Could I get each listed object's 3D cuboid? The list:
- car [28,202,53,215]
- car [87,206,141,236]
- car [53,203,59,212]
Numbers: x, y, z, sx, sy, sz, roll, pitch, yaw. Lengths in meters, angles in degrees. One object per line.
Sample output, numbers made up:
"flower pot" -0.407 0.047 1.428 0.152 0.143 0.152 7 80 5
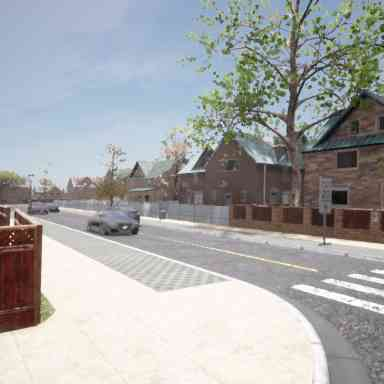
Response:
"car" -18.861 2.011 40.728 1.837 1.490 4.892 2 -2 -34
"car" -4.773 1.770 19.830 1.994 1.385 4.181 2 -2 -34
"car" -21.014 2.245 49.010 1.994 1.385 4.181 2 -2 -34
